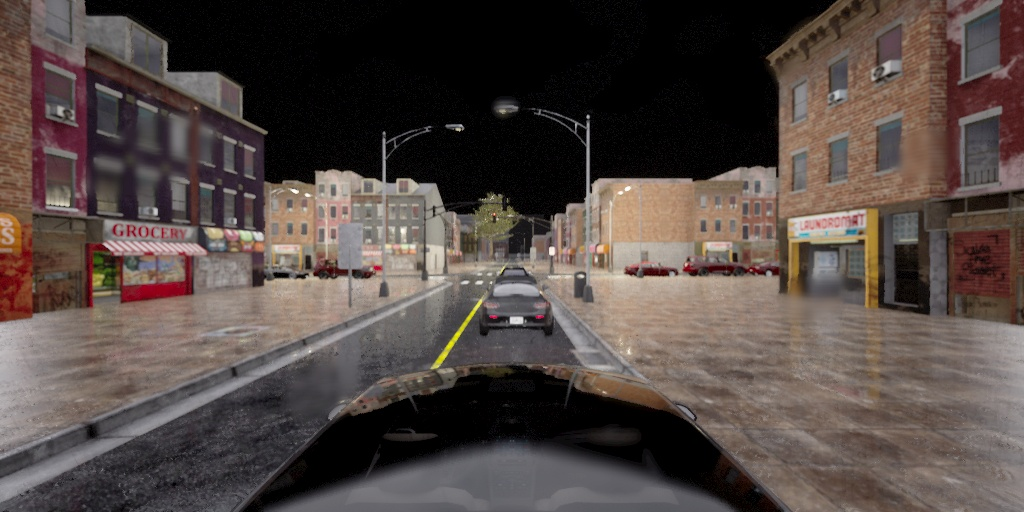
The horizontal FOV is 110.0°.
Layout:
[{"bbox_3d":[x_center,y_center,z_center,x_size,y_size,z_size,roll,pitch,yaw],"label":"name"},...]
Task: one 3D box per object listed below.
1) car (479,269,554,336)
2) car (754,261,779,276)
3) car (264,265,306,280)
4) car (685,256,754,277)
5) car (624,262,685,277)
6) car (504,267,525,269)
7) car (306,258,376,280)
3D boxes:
[{"bbox_3d":[0.107,1.262,10.258,1.812,1.442,4.674,0,0,0],"label":"car"},{"bbox_3d":[22.846,1.090,30.916,4.507,1.381,1.888,0,0,0],"label":"car"},{"bbox_3d":[-19.856,1.421,30.886,4.313,1.339,1.948,0,0,0],"label":"car"},{"bbox_3d":[17.412,0.896,30.912,5.009,1.841,2.192,0,0,0],"label":"car"},{"bbox_3d":[11.979,1.165,30.909,4.507,1.381,1.888,0,0,0],"label":"car"},{"bbox_3d":[0.119,1.291,19.063,1.994,1.385,4.181,0,0,0],"label":"car"},{"bbox_3d":[-14.430,1.128,30.890,5.009,1.841,2.192,0,0,0],"label":"car"}]
